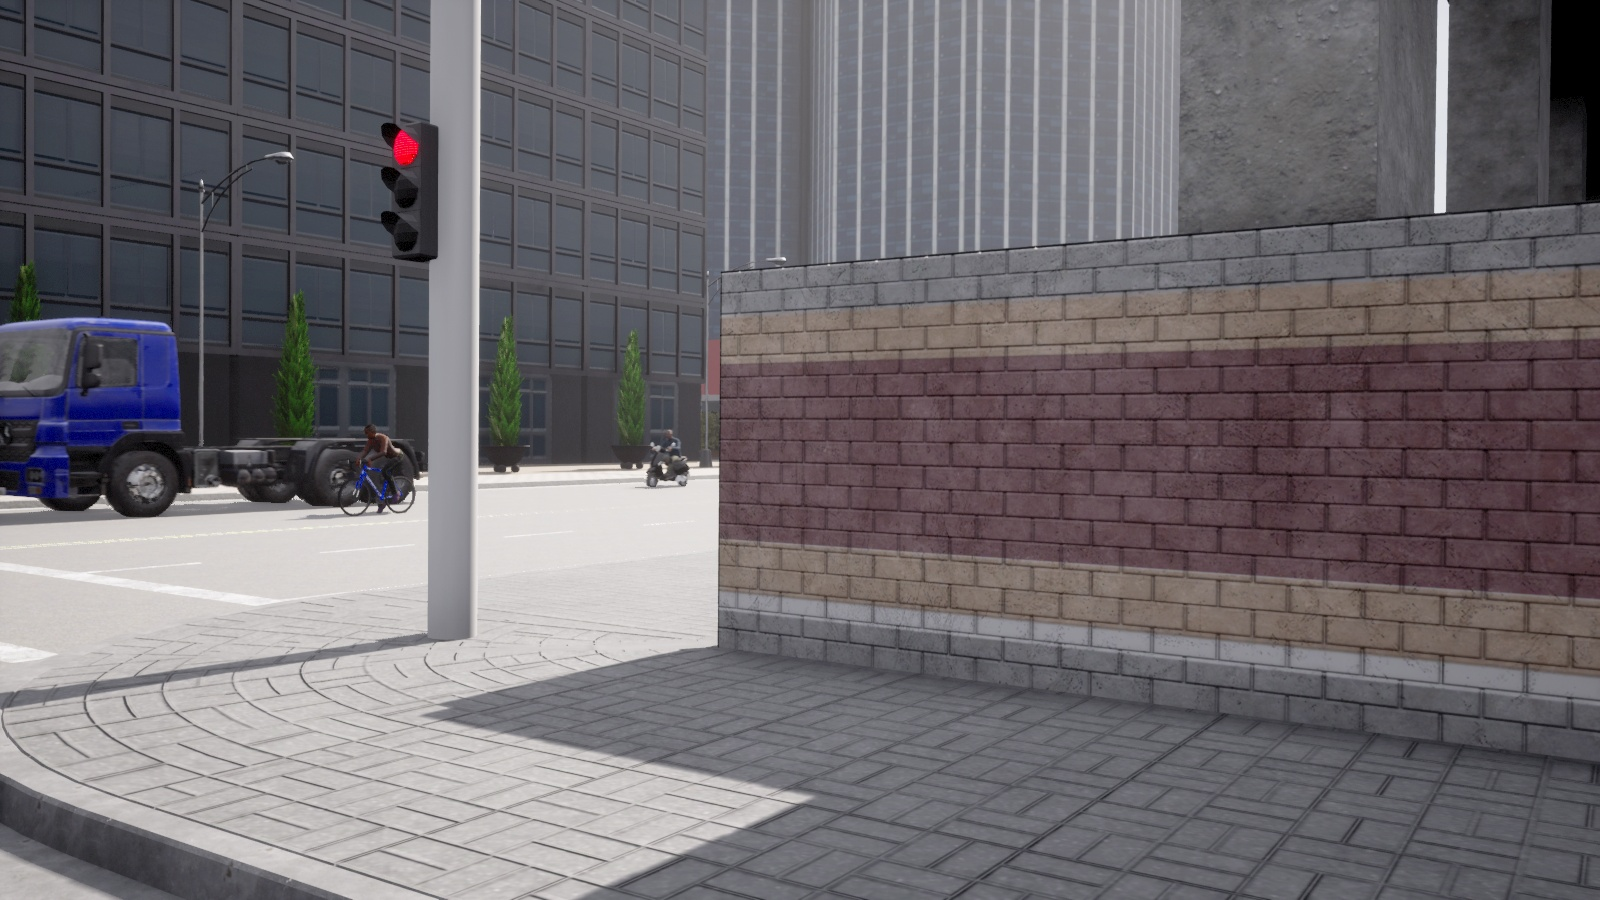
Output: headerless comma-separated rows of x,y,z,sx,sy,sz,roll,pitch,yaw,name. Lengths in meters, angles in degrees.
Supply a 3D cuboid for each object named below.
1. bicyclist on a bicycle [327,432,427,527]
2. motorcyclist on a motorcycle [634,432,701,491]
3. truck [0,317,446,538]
-7.542,0.501,22.464,0.582,1.620,1.656,0,1,34,bicyclist on a bicycle
-3.637,0.301,34.581,0.866,1.590,1.817,0,1,34,motorcyclist on a motorcycle
-10.856,-0.423,23.805,2.891,3.462,7.936,0,1,34,truck
